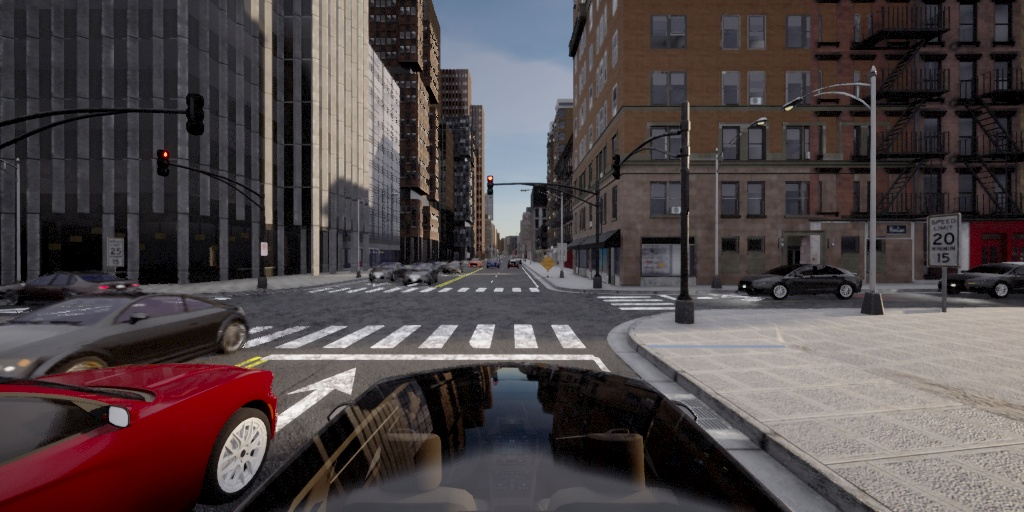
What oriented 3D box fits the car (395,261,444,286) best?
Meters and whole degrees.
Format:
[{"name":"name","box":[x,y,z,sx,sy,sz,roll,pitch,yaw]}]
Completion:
[{"name":"car","box":[-6.359,1.243,25.264,2.128,1.511,4.902,0,0,-4]}]

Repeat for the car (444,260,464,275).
[{"name":"car","box":[-6.506,1.261,40.161,1.837,1.490,4.892,0,0,0]}]

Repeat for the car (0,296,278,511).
[{"name":"car","box":[-3.154,1.228,1.379,1.882,1.535,5.008,0,0,0]}]

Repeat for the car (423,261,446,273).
[{"name":"car","box":[-9.739,1.323,45.172,1.994,1.385,4.181,0,0,0]}]

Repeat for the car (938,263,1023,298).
[{"name":"car","box":[22.304,1.048,16.149,4.892,1.490,1.837,0,0,0]}]

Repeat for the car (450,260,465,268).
[{"name":"car","box":[-9.600,1.400,63.250,1.895,1.301,4.718,0,0,0]}]

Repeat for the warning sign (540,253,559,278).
[{"name":"warning sign","box":[2.915,0.868,29.098,1.300,1.860,1.060,0,0,0]}]

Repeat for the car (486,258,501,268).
[{"name":"car","box":[-3.054,1.119,59.451,2.097,1.767,4.553,0,0,1]}]

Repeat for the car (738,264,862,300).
[{"name":"car","box":[12.907,1.116,16.232,4.892,1.490,1.837,0,0,-1]}]

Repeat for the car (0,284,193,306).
[{"name":"car","box":[-6.596,1.313,5.918,1.994,1.385,4.181,0,0,0]}]

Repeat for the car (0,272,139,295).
[{"name":"car","box":[-19.906,1.430,16.225,5.357,1.411,2.033,0,0,6]}]

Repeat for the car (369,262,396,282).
[{"name":"car","box":[-9.784,1.244,28.643,2.128,1.511,4.902,0,0,0]}]

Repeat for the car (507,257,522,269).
[{"name":"car","box":[0.189,1.271,58.703,1.837,1.490,4.892,0,0,0]}]

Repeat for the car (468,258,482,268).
[{"name":"car","box":[-6.364,1.119,62.191,2.097,1.767,4.553,0,0,0]}]
